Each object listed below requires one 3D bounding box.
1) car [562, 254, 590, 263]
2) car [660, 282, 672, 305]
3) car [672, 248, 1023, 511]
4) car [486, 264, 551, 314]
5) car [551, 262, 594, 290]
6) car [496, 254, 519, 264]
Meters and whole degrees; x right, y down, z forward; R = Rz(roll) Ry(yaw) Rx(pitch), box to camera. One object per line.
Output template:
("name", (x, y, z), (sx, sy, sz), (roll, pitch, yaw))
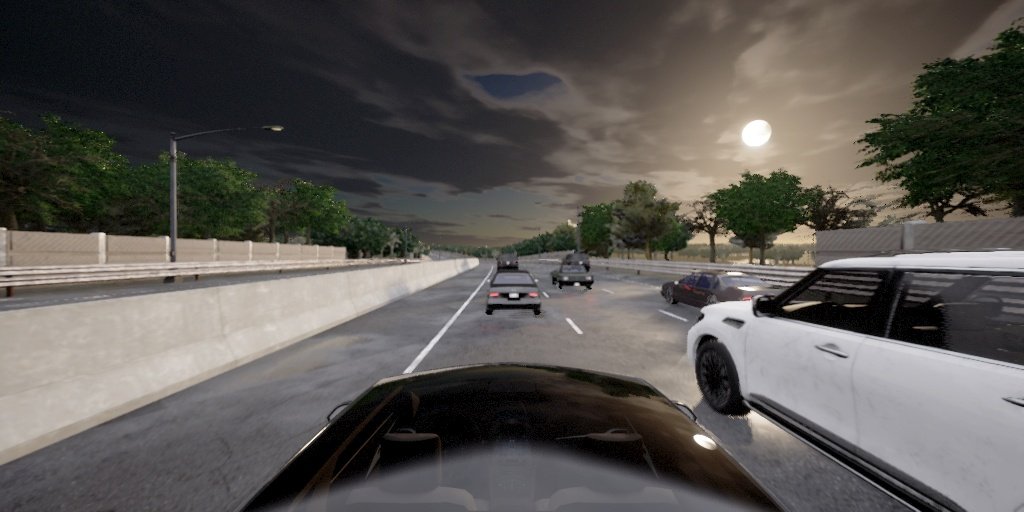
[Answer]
("car", (6.537, 0.770, 37.091), (2.150, 2.045, 5.566), (0, 0, -2))
("car", (7.034, 1.215, 12.289), (2.033, 1.411, 5.357), (0, 0, -1))
("car", (3.590, 0.963, 2.756), (2.150, 2.045, 5.566), (0, 1, 0))
("car", (0.027, 1.211, 13.238), (2.033, 1.411, 5.357), (0, 0, -1))
("car", (3.415, 1.209, 21.258), (1.895, 1.301, 4.718), (0, 0, -1))
("car", (-0.468, 0.775, 37.169), (2.150, 2.045, 5.566), (0, 0, -2))
